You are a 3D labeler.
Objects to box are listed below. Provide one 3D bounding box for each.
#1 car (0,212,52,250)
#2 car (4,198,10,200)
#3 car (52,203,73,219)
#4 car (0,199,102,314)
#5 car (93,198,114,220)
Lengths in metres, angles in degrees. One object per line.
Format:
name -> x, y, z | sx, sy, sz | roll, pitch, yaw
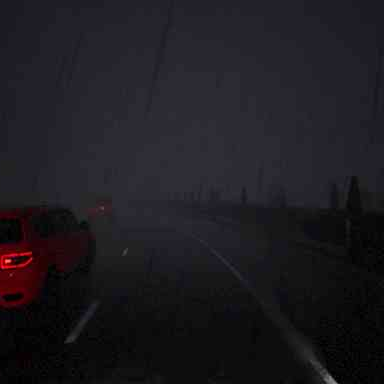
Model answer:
car -> -8.432, 1.780, 16.215 | 1.895, 1.301, 4.718 | 0, -1, -9
car -> -22.788, 1.781, 38.509 | 2.097, 1.767, 4.553 | 0, -1, -25
car -> -13.106, 1.888, 33.816 | 1.812, 1.442, 4.674 | 0, -1, -20
car -> -3.854, 1.308, 7.857 | 2.150, 2.045, 5.566 | 0, -1, -4
car -> -8.780, 1.559, 32.135 | 2.150, 2.045, 5.566 | 0, -1, -18
